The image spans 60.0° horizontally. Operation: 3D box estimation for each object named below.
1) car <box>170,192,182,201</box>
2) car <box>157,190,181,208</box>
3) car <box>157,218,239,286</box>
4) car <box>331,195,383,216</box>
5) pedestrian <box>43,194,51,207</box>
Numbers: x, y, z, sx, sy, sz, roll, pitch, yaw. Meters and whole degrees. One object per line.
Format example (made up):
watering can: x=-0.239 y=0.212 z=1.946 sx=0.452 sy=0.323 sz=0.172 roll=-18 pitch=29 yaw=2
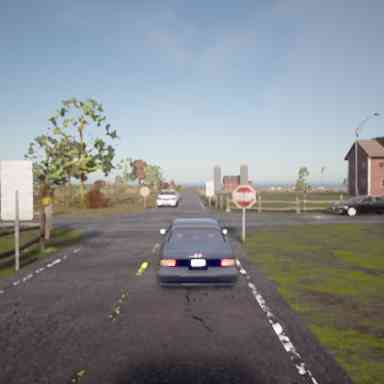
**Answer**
car: x=-2.812 y=0.810 z=59.688 sx=1.812 sy=1.442 sz=4.674 roll=0 pitch=1 yaw=1
car: x=-2.852 y=0.751 z=39.332 sx=2.150 sy=2.045 sz=5.566 roll=0 pitch=0 yaw=0
car: x=0.070 y=1.435 z=9.167 sx=2.033 sy=1.411 sz=5.357 roll=0 pitch=1 yaw=-1
car: x=12.950 y=0.989 z=24.749 sx=4.892 sy=1.490 sz=1.837 roll=-1 pitch=1 yaw=0
pedestrian: x=-12.173 y=1.078 z=27.957 sx=0.375 sy=1.860 sz=0.375 roll=0 pitch=2 yaw=0
